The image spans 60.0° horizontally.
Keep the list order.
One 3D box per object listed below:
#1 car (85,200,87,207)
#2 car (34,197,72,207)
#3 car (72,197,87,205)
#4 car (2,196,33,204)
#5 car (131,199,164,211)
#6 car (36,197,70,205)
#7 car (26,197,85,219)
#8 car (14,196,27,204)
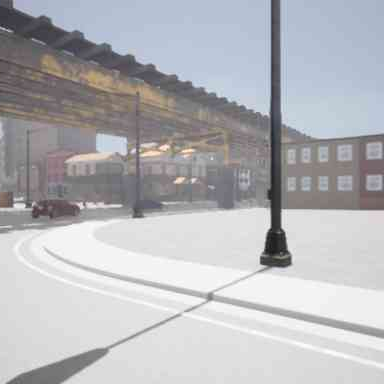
[{"bbox_3d":[-17.553,1.511,51.902,2.038,1.542,4.974,0,0,-23],"label":"car"},{"bbox_3d":[-21.082,1.514,50.688,4.974,1.542,2.038,0,0,7],"label":"car"},{"bbox_3d":[-17.574,1.354,51.949,1.853,1.218,4.536,0,0,-23],"label":"car"},{"bbox_3d":[-34.434,1.540,65.717,4.974,1.542,2.038,0,0,2],"label":"car"},{"bbox_3d":[-5.498,1.563,41.309,1.812,1.442,4.674,0,0,35],"label":"car"},{"bbox_3d":[-21.134,1.356,50.694,4.536,1.218,1.853,0,0,7],"label":"car"},{"bbox_3d":[-12.037,1.387,29.757,2.097,1.767,4.553,0,0,16],"label":"car"},{"bbox_3d":[-34.382,1.382,65.716,4.536,1.218,1.853,0,0,2],"label":"car"}]
